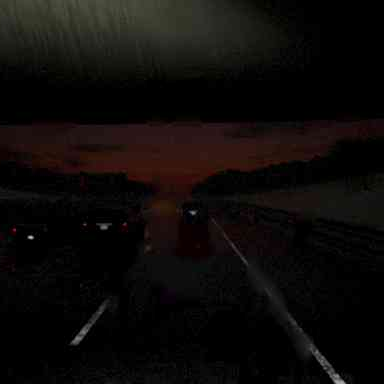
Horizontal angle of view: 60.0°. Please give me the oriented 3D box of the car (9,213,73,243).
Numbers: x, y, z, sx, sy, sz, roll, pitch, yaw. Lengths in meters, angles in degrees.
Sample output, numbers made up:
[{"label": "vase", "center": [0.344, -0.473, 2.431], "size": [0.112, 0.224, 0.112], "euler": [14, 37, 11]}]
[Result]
[{"label": "car", "center": [-6.899, 1.659, 16.459], "size": [1.895, 1.301, 4.718], "euler": [0, 0, 0]}]

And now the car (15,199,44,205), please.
[{"label": "car", "center": [-21.086, 1.683, 44.406], "size": [1.882, 1.535, 5.008], "euler": [0, 0, 0]}]

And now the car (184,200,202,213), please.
[{"label": "car", "center": [0.103, 1.736, 41.361], "size": [2.033, 1.411, 5.357], "euler": [0, 0, 0]}]

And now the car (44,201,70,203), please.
[{"label": "car", "center": [-17.583, 1.809, 44.831], "size": [1.895, 1.301, 4.718], "euler": [0, 0, 0]}]

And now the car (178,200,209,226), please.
[{"label": "car", "center": [0.099, 1.447, 24.142], "size": [2.097, 1.767, 4.553], "euler": [0, 0, 0]}]

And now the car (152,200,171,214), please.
[{"label": "car", "center": [-3.397, 1.642, 37.506], "size": [1.882, 1.535, 5.008], "euler": [0, 0, 0]}]

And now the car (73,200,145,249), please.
[{"label": "car", "center": [-3.399, 1.404, 14.979], "size": [2.097, 1.767, 4.553], "euler": [0, 0, 0]}]

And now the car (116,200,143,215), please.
[{"label": "car", "center": [-6.897, 1.653, 37.116], "size": [2.128, 1.511, 4.902], "euler": [0, 0, 0]}]

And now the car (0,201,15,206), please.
[{"label": "car", "center": [-24.577, 1.805, 44.285], "size": [1.895, 1.301, 4.718], "euler": [0, 0, 0]}]
